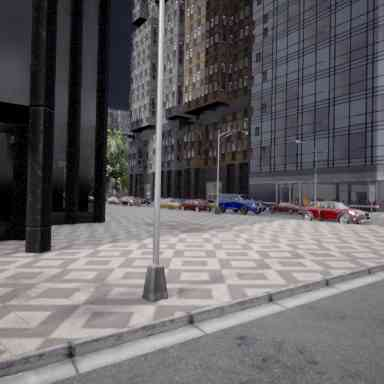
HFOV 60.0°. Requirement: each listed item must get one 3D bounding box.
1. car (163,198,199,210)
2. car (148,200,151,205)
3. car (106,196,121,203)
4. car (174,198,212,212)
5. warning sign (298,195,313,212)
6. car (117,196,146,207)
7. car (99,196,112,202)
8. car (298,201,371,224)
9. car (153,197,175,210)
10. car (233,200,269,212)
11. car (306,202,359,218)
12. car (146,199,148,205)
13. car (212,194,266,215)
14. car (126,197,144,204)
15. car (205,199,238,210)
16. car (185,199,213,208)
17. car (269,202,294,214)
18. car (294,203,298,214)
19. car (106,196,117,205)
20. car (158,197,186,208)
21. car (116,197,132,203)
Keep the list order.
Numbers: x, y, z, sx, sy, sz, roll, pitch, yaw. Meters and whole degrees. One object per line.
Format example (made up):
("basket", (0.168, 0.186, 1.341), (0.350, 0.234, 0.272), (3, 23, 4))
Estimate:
("car", (-1.522, 1.565, 43.875), (2.033, 1.411, 5.357), (2, -1, -35))
("car", (-5.412, 1.729, 59.416), (2.008, 1.369, 4.403), (2, -1, -35))
("car", (-18.240, 1.702, 77.433), (1.752, 1.417, 4.829), (2, -1, -35))
("car", (0.374, 1.487, 36.598), (1.887, 1.381, 4.507), (2, -1, -35))
("warning sign", (12.858, 1.340, 37.751), (1.300, 1.860, 1.060), (2, -1, -35))
("car", (-9.173, 1.391, 50.011), (1.967, 1.590, 4.097), (2, -1, -35))
("car", (-21.324, 1.758, 81.763), (1.802, 1.307, 4.206), (2, -1, -35))
("car", (9.907, 1.373, 23.215), (1.967, 1.590, 4.097), (2, -1, -36))
("car", (-2.710, 1.471, 40.930), (1.752, 1.417, 4.829), (2, -1, -35))
("car", (7.318, 1.734, 41.537), (1.947, 1.339, 4.313), (2, -1, -35))
("car", (13.683, 1.727, 32.598), (1.947, 1.339, 4.313), (2, -1, -35))
("car", (-9.299, 1.706, 60.112), (1.895, 1.301, 4.718), (2, -1, -35))
("car", (4.921, 1.232, 34.828), (2.150, 2.045, 5.566), (2, -1, -35))
("car", (-11.777, 1.743, 68.355), (1.947, 1.339, 4.313), (2, -1, -35))
("car", (4.038, 1.696, 46.146), (1.752, 1.417, 4.829), (2, -1, -35))
("car", (0.953, 1.725, 50.476), (2.008, 1.369, 4.403), (2, -1, -35))
("car", (10.500, 1.746, 37.067), (1.802, 1.307, 4.206), (2, -1, -35))
("car", (11.057, 1.552, 26.242), (2.033, 1.411, 5.357), (2, -1, -33))
("car", (-12.359, 1.534, 54.479), (1.802, 1.307, 4.206), (2, -1, -35))
("car", (-3.211, 1.595, 51.639), (2.128, 1.511, 4.902), (2, -1, -35))
("car", (-14.959, 1.743, 72.825), (1.947, 1.339, 4.313), (2, -1, -35))
